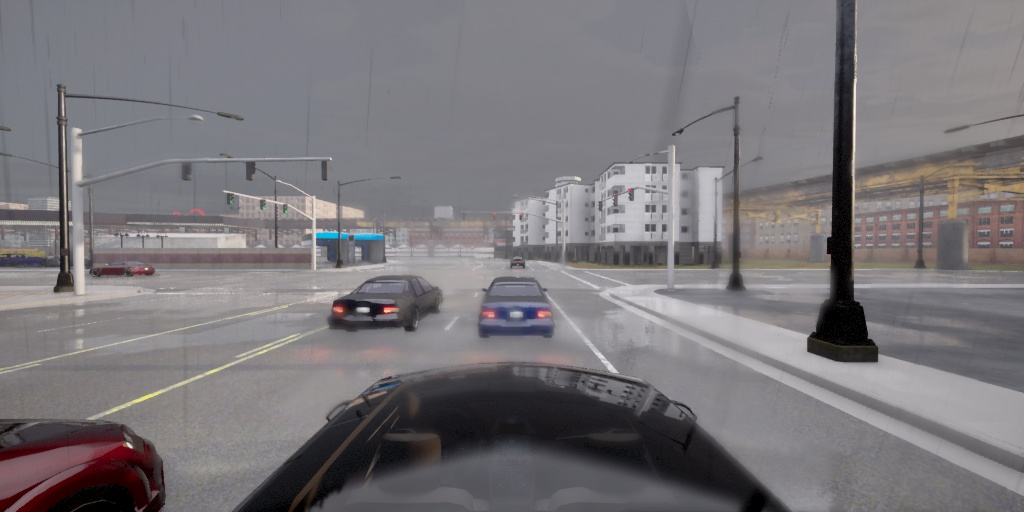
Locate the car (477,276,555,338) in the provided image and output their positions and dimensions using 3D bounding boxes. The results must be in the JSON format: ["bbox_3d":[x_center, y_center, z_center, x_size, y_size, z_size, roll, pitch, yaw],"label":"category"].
[{"bbox_3d":[0.092,1.279,10.120,2.033,1.411,5.357,0,0,0],"label":"car"}]

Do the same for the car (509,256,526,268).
[{"bbox_3d":[0.717,0.772,46.113,1.837,1.490,4.892,0,1,0],"label":"car"}]

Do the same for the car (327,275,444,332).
[{"bbox_3d":[-3.404,1.274,10.724,2.033,1.411,5.357,0,0,0],"label":"car"}]

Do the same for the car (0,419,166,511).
[{"bbox_3d":[-3.395,1.314,0.727,1.994,1.385,4.181,0,0,0],"label":"car"}]

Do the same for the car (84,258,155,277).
[{"bbox_3d":[-33.644,1.084,30.979,4.181,1.385,1.994,0,1,-1],"label":"car"}]
